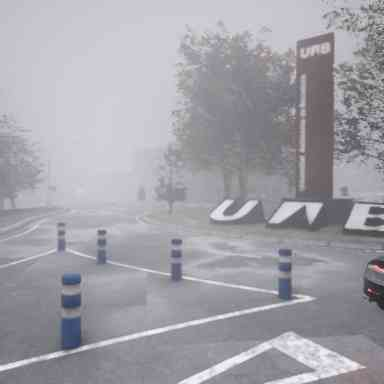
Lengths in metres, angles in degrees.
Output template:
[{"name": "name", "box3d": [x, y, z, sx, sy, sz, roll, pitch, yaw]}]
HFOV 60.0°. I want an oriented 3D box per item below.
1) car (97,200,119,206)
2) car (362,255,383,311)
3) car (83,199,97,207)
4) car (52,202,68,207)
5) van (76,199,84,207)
[{"name": "car", "box3d": [-17.208, 2.328, 69.716, 4.674, 1.452, 2.002, -4, -4, 43]}, {"name": "car", "box3d": [5.293, 1.486, 6.005, 4.902, 1.511, 2.128, 0, 0, -26]}, {"name": "car", "box3d": [-21.211, 2.594, 73.473, 4.792, 1.488, 2.163, -4, -3, 43]}, {"name": "car", "box3d": [-33.223, 3.436, 84.816, 4.674, 1.452, 2.002, -4, -3, 43]}, {"name": "van", "box3d": [-25.296, 2.621, 77.329, 4.442, 1.987, 1.878, -4, -3, 43]}]
